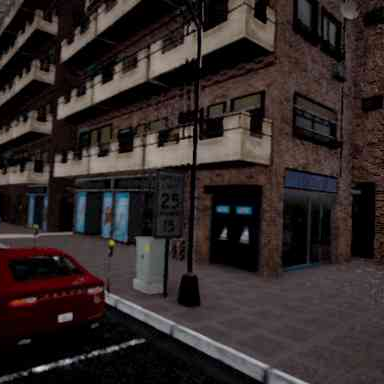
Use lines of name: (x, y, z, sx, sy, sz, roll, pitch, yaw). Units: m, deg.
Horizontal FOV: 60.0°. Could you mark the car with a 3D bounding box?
car: (-3.370, 1.758, 6.638, 1.887, 1.381, 4.507, 3, -3, -41)
